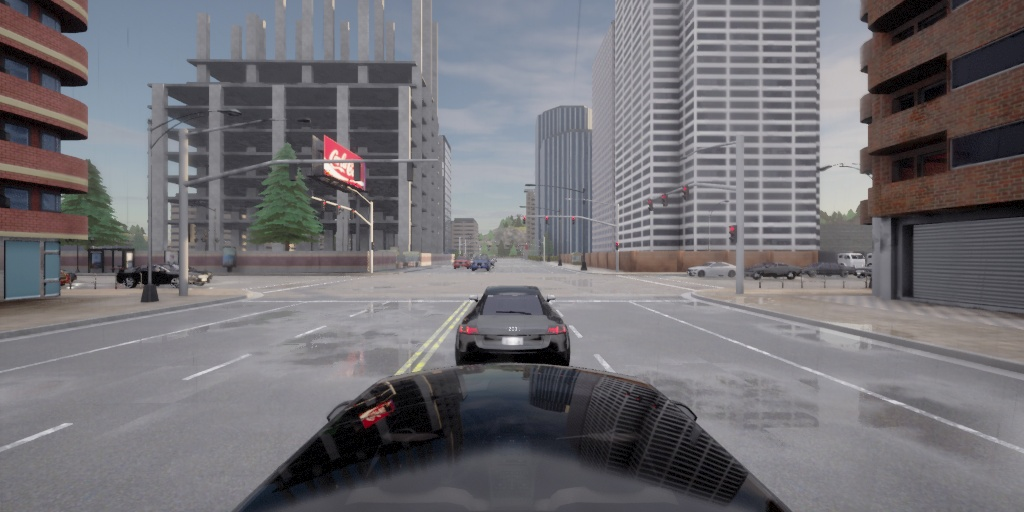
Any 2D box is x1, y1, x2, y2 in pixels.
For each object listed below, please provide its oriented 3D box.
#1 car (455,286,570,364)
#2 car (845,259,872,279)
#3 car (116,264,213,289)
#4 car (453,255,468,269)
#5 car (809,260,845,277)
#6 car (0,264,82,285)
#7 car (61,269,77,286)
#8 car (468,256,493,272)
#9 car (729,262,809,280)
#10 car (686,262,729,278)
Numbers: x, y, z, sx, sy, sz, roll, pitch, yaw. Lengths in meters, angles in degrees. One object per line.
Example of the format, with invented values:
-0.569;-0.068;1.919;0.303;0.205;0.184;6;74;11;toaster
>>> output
0.009;1.314;7.674;1.994;1.385;4.181;0;0;0;car
32.218;1.241;30.768;4.902;1.511;2.128;0;0;-1;car
-22.017;1.241;22.763;4.902;1.511;2.128;0;0;-1;car
-7.606;0.968;55.101;2.150;2.045;5.566;0;0;0;car
29.662;1.297;34.238;5.357;1.411;2.033;0;0;-1;car
-34.601;1.314;26.081;4.181;1.385;1.994;0;0;-1;car
-31.119;1.102;22.631;4.553;1.767;2.097;0;0;-1;car
-4.041;0.971;46.937;2.150;2.045;5.566;0;0;0;car
21.845;1.241;30.627;4.902;1.511;2.128;0;0;-1;car
19.080;1.276;34.066;4.674;1.442;1.812;0;0;-1;car
